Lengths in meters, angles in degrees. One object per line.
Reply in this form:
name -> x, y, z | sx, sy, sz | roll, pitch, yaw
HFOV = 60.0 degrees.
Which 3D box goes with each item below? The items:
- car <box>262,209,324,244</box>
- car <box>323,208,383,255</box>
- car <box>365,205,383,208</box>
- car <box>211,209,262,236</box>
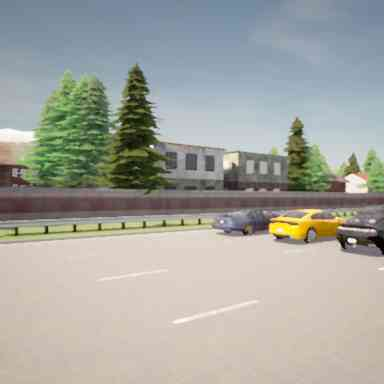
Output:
car -> 6.090, 1.618, 16.805 | 5.008, 1.535, 1.882 | 0, 0, -35
car -> 7.964, 1.630, 13.844 | 4.902, 1.511, 2.128 | 1, 0, -35
car -> 15.865, 1.826, 28.080 | 5.357, 1.411, 2.033 | 1, 0, -35
car -> 3.653, 1.683, 19.371 | 5.357, 1.411, 2.033 | 1, 0, -35
